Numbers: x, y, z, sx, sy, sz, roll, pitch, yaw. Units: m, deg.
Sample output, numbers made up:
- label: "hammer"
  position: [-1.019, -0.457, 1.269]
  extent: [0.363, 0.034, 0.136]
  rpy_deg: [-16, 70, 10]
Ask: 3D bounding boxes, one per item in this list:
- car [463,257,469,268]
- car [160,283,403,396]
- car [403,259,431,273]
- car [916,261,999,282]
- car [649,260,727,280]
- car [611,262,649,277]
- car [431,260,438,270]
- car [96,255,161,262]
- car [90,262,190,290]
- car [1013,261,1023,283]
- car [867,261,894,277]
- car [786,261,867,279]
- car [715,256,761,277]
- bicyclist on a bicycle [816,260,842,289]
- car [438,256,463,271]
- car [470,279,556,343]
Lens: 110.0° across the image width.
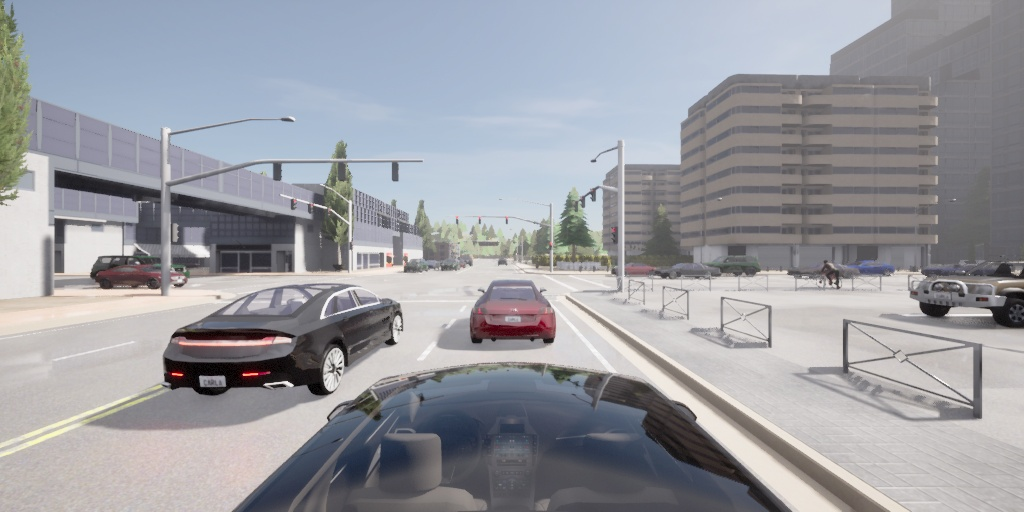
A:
- label: "car"
  position: [-8.642, 1.311, 59.006]
  extent: [1.994, 1.385, 4.181]
  rpy_deg: [0, 0, -1]
- label: "car"
  position: [-3.476, 1.241, 6.585]
  extent: [2.128, 1.511, 4.902]
  rpy_deg: [0, 0, 0]
- label: "car"
  position: [-11.785, 1.100, 44.147]
  extent: [2.097, 1.767, 4.553]
  rpy_deg: [0, 0, 0]
- label: "car"
  position: [39.524, 1.349, 31.905]
  extent: [4.718, 1.301, 1.895]
  rpy_deg: [0, 0, -1]
- label: "car"
  position: [15.225, 1.296, 31.204]
  extent: [5.357, 1.411, 2.033]
  rpy_deg: [0, 0, -2]
- label: "car"
  position: [11.734, 1.312, 34.600]
  extent: [4.181, 1.385, 1.994]
  rpy_deg: [0, 0, -2]
- label: "car"
  position: [-12.007, 1.295, 53.612]
  extent: [2.033, 1.411, 5.357]
  rpy_deg: [0, 0, -2]
- label: "car"
  position: [-26.453, 0.970, 25.594]
  extent: [5.566, 2.045, 2.150]
  rpy_deg: [0, 0, -1]
- label: "car"
  position: [-22.895, 1.275, 22.199]
  extent: [4.674, 1.442, 1.812]
  rpy_deg: [0, 0, 0]
- label: "car"
  position: [43.291, 1.313, 28.395]
  extent: [4.181, 1.385, 1.994]
  rpy_deg: [0, 0, -1]
- label: "car"
  position: [34.527, 1.226, 35.275]
  extent: [5.008, 1.535, 1.882]
  rpy_deg: [0, 0, -1]
- label: "car"
  position: [27.390, 1.296, 31.573]
  extent: [5.357, 1.411, 2.033]
  rpy_deg: [0, 0, -2]
- label: "car"
  position: [21.077, 0.970, 34.884]
  extent: [5.566, 2.045, 2.150]
  rpy_deg: [0, 0, -2]
- label: "bicyclist on a bicycle"
  position: [17.920, 1.051, 20.297]
  extent: [0.582, 1.620, 1.656]
  rpy_deg: [0, 0, -2]
- label: "car"
  position: [-8.371, 1.100, 49.038]
  extent: [2.097, 1.767, 4.553]
  rpy_deg: [0, 0, -1]
- label: "car"
  position: [0.009, 1.314, 9.644]
  extent: [1.994, 1.385, 4.181]
  rpy_deg: [0, 0, 0]
